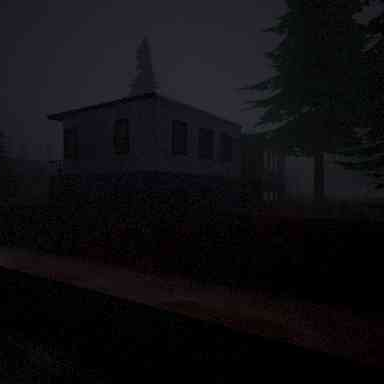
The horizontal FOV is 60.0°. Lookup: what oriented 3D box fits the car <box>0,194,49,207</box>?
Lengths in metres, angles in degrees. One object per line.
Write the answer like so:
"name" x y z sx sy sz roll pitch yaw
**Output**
"car" -14.753 1.202 29.570 2.150 2.045 5.566 0 0 27
